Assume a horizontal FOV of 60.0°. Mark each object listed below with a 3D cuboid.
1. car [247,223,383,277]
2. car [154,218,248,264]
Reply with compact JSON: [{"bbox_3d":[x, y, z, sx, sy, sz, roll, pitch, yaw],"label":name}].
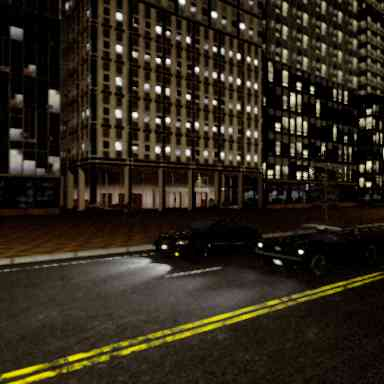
[{"bbox_3d":[4.229,1.704,10.738,4.718,1.301,1.895,1,-1,-36],"label":"car"},{"bbox_3d":[0.706,1.656,12.205,4.181,1.385,1.994,1,-1,-36],"label":"car"}]
